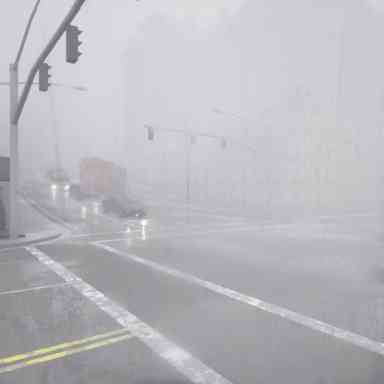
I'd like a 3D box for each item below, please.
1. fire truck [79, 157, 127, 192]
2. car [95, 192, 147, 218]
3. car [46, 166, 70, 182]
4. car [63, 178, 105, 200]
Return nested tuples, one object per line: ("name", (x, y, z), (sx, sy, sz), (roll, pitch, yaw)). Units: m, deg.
("fire truck", (-10.957, -2.069, 40.289), (2.891, 3.827, 8.468), (0, 12, -36))
("car", (-5.569, 1.103, 26.530), (2.033, 1.411, 5.357), (0, 5, -36))
("car", (-17.268, -2.390, 42.936), (2.097, 1.767, 4.553), (0, 12, -35))
("car", (-11.345, -0.144, 34.617), (2.033, 1.411, 5.357), (0, 9, -35))
